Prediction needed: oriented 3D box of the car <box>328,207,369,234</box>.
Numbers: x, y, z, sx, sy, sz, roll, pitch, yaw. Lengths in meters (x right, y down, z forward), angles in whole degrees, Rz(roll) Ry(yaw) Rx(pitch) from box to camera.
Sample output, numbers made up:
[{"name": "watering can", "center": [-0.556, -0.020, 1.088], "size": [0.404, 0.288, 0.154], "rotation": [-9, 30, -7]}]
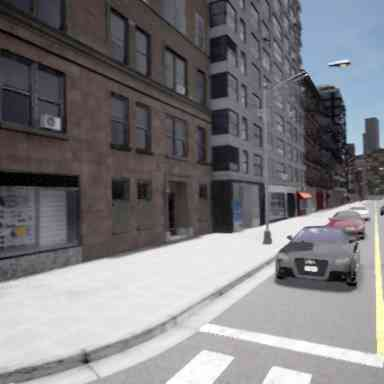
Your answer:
[{"name": "car", "center": [8.930, 1.818, 19.103], "size": [1.812, 1.442, 4.674], "rotation": [-2, -1, 29]}]

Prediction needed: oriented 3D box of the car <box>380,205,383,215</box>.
[{"name": "car", "center": [24.302, 2.125, 40.922], "size": [1.994, 1.385, 4.181], "rotation": [-2, -1, 29]}]

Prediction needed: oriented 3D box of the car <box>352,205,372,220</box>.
[{"name": "car", "center": [15.920, 1.999, 31.739], "size": [1.812, 1.442, 4.674], "rotation": [-2, -1, 29]}]

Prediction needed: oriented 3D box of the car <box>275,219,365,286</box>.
[{"name": "car", "center": [3.896, 1.731, 9.967], "size": [1.994, 1.385, 4.181], "rotation": [-2, -1, 29]}]
